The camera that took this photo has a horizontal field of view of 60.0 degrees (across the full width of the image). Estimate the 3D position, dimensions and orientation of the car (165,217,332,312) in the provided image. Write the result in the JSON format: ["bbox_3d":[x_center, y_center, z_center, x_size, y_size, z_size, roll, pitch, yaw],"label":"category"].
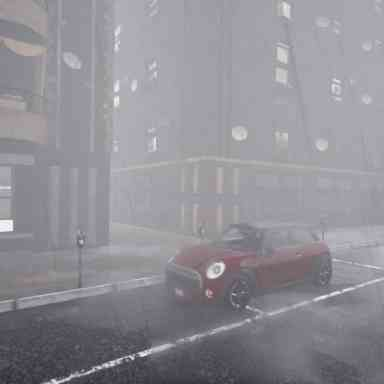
[{"bbox_3d":[1.373,1.442,7.684,4.097,1.590,1.967,0,1,-36],"label":"car"}]
